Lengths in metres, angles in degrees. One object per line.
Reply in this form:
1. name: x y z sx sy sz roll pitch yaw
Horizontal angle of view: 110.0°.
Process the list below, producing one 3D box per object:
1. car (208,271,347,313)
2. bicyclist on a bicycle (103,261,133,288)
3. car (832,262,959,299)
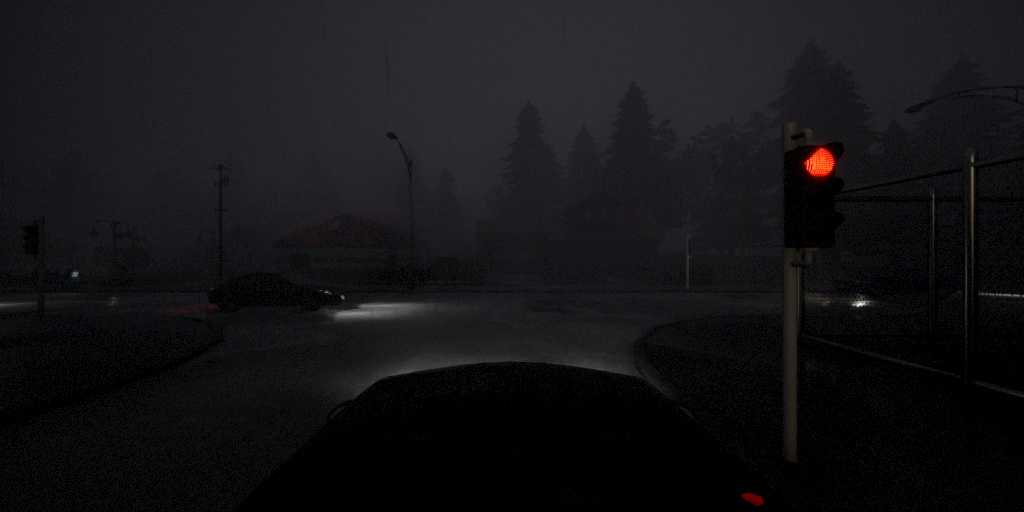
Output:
1. car: -8.679 1.275 13.443 4.674 1.442 1.812 0 0 0
2. bicyclist on a bicycle: -23.979 1.098 21.830 0.582 1.620 1.656 0 0 0
3. car: 18.727 1.228 17.646 5.008 1.535 1.882 0 0 0
